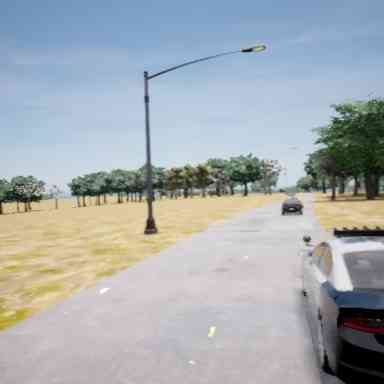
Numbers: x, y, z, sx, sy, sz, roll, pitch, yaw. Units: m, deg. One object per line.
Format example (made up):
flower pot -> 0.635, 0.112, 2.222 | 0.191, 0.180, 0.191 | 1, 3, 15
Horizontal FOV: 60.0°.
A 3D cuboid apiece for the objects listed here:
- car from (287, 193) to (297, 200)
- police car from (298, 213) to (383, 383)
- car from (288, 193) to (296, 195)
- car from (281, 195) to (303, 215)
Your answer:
car -> 23.222, 0.963, 77.415 | 1.837, 1.490, 4.892 | -2, 0, 21
police car -> 2.882, 1.380, 5.454 | 1.930, 1.638, 5.238 | -2, -1, 14
car -> 13.159, 1.277, 42.632 | 1.882, 1.535, 5.008 | -2, 0, 21
car -> 9.817, 1.370, 32.580 | 1.882, 1.535, 5.008 | -2, 0, 18
